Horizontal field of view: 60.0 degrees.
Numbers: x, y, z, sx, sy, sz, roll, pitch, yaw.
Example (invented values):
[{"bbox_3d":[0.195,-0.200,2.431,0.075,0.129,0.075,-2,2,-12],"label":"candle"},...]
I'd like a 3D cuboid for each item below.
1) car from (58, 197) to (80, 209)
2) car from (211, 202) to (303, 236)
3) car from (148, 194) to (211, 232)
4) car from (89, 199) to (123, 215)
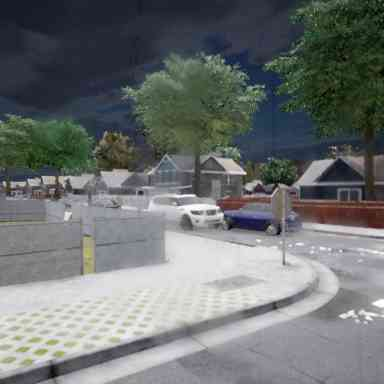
[{"bbox_3d":[-15.387,1.353,41.543,2.128,1.511,4.902,0,0,-34],"label":"car"},{"bbox_3d":[3.598,1.322,18.239,2.097,1.767,4.553,0,1,-44],"label":"car"},{"bbox_3d":[-0.584,1.144,19.983,2.150,2.045,5.566,-2,0,-38],"label":"car"},{"bbox_3d":[-8.156,1.363,31.159,1.882,1.535,5.008,0,0,-35],"label":"car"}]
